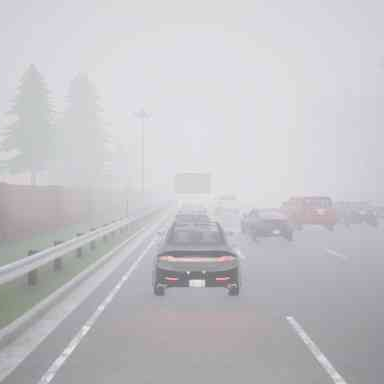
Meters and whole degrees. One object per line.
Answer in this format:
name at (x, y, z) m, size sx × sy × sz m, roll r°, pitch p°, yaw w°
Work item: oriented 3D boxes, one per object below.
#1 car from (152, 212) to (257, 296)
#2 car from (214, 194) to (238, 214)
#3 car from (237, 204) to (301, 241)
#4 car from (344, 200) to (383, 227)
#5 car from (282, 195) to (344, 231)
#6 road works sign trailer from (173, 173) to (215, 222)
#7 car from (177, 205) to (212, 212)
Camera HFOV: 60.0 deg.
car at (0.096, 1.491, 8.630) m, size 2.128 × 1.511 × 4.902 m, roll 0°, pitch 0°, yaw 0°
car at (3.583, 1.217, 35.080) m, size 2.150 × 2.045 × 5.566 m, roll 0°, pitch 0°, yaw 0°
car at (3.592, 1.524, 16.422) m, size 1.812 × 1.442 × 4.674 m, roll 0°, pitch 0°, yaw 0°
car at (10.588, 1.349, 22.742) m, size 2.097 × 1.767 × 4.553 m, roll 0°, pitch 0°, yaw 0°
car at (7.090, 1.222, 20.941) m, size 2.150 × 2.045 × 5.566 m, roll 0°, pitch 0°, yaw 0°
road works sign trailer at (0.061, 0.462, 22.971) m, size 2.380 × 3.560 × 2.880 m, roll 0°, pitch 0°, yaw -2°
car at (0.114, 1.472, 19.051) m, size 1.882 × 1.535 × 5.008 m, roll 0°, pitch 0°, yaw 4°
